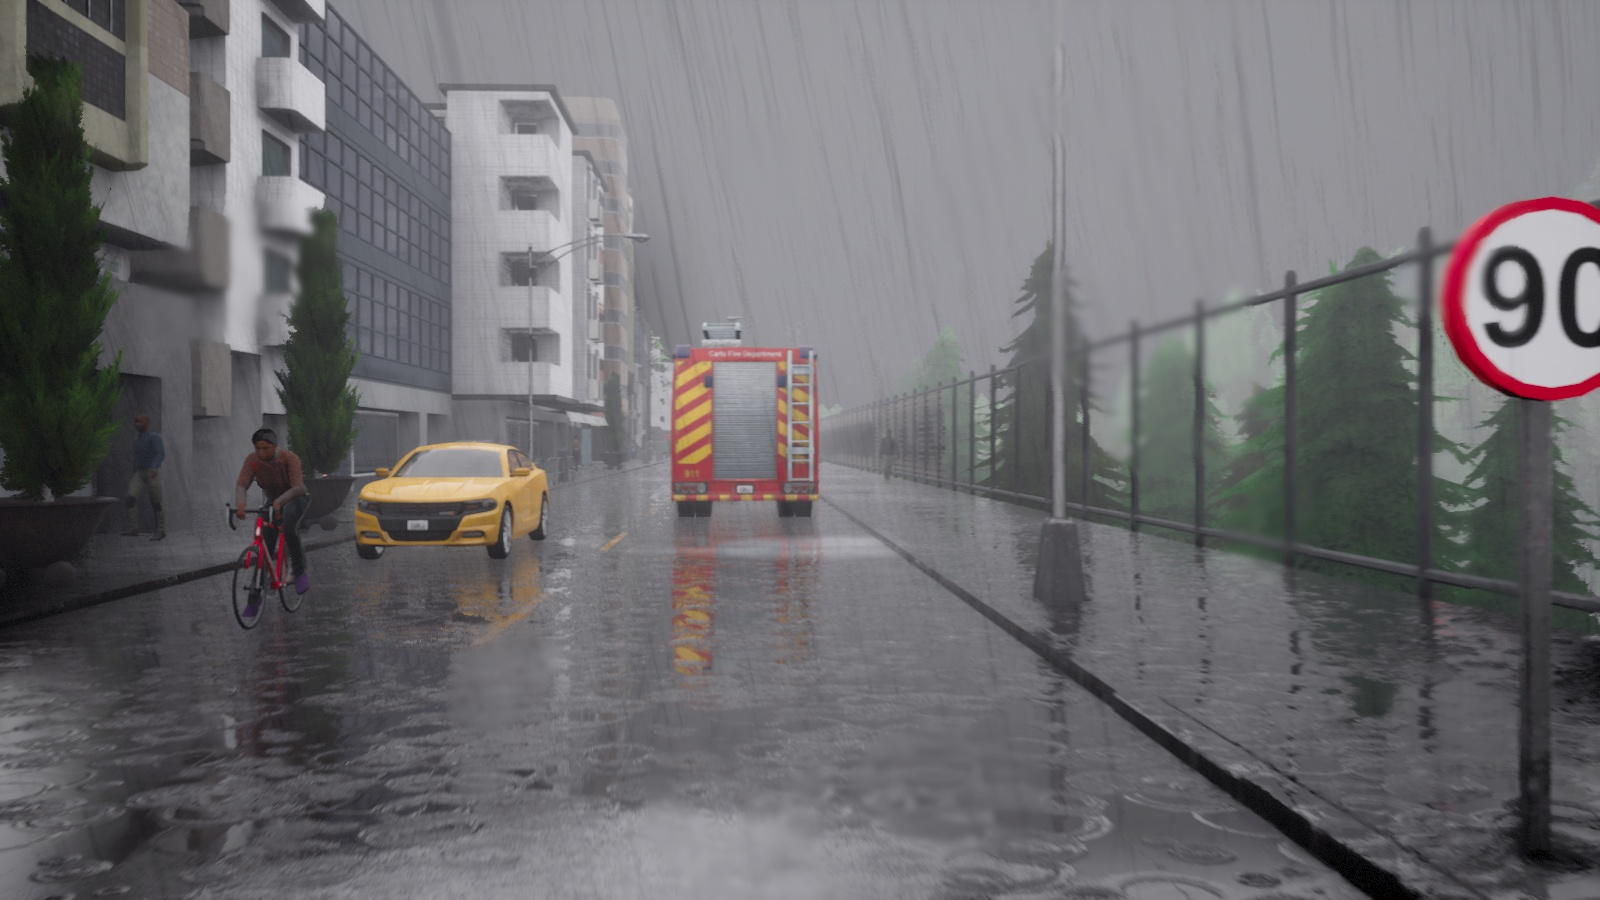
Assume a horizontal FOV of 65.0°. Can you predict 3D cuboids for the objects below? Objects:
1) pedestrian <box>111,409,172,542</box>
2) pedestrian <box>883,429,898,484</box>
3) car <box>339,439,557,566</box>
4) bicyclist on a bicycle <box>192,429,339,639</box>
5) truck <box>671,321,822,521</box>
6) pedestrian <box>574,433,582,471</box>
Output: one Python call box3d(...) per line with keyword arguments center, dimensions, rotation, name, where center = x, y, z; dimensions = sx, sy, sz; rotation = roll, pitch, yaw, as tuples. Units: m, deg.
box3d(center=(-9.258, 0.351, 17.663), dimensions=(0.370, 1.835, 0.726), rotation=(0, 0, 14), name="pedestrian")
box3d(center=(3.037, 0.219, 42.215), dimensions=(0.431, 1.840, 0.703), rotation=(0, 0, -1), name="pedestrian")
box3d(center=(-4.746, 0.622, 17.723), dimensions=(1.882, 1.535, 5.008), rotation=(0, 0, -3), name="car")
box3d(center=(-4.430, 0.638, 10.521), dimensions=(0.582, 1.620, 1.656), rotation=(0, 1, -3), name="bicyclist on a bicycle")
box3d(center=(-1.210, -0.579, 28.366), dimensions=(2.891, 3.827, 8.468), rotation=(0, 0, -3), name="truck")
box3d(center=(-11.000, 0.101, 62.195), dimensions=(0.345, 1.836, 0.594), rotation=(0, 0, -3), name="pedestrian")
